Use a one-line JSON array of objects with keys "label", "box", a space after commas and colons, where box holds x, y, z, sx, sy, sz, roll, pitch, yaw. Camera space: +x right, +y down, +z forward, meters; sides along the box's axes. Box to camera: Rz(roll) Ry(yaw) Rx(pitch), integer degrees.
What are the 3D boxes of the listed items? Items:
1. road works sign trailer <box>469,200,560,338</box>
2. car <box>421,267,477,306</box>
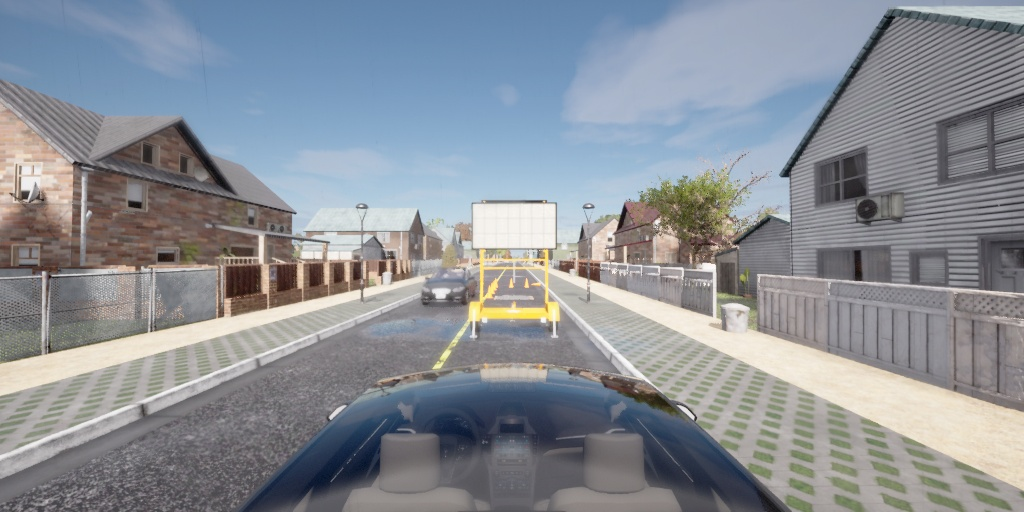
[{"label": "road works sign trailer", "box": [0.065, 0.220, 10.226, 2.380, 3.560, 2.880, 0, 0, 1]}, {"label": "car", "box": [-2.666, 1.254, 15.923, 2.128, 1.511, 4.902, 0, 0, 0]}]
